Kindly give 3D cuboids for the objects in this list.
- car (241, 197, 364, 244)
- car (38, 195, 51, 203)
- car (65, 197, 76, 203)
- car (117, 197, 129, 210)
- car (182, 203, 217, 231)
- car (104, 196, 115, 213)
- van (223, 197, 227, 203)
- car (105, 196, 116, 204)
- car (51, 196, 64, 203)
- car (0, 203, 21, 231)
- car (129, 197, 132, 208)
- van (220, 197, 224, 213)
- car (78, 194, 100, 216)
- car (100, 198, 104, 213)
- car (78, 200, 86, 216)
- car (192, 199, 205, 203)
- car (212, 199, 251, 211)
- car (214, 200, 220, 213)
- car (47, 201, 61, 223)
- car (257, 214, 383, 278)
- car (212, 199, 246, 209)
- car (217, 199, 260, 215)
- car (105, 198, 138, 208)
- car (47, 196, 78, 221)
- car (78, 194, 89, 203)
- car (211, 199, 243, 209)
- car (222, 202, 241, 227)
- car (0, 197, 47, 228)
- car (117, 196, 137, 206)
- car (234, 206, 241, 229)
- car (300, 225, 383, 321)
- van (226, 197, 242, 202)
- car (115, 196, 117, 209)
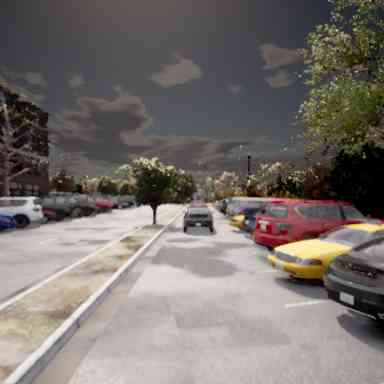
[{"bbox_3d":[4.989,1.339,12.301,5.566,2.045,2.435,1,-1,-19],"label":"car"},{"bbox_3d":[-33.455,1.638,75.662,2.185,1.767,4.553,0,-1,-18],"label":"car"},{"bbox_3d":[-27.549,1.802,75.486,2.002,1.452,4.674,1,-2,-18],"label":"car"},{"bbox_3d":[-12.454,1.879,49.474,5.008,1.535,2.097,-1,-1,-19],"label":"car"},{"bbox_3d":[0.420,1.689,21.936,1.837,1.490,4.892,0,0,1],"label":"car"},{"bbox_3d":[-12.642,1.551,40.464,5.566,2.045,2.435,-1,-1,-19],"label":"car"},{"bbox_3d":[5.144,1.485,27.126,4.442,1.987,1.878,1,0,-19],"label":"van"},{"bbox_3d":[-22.587,2.164,92.297,2.435,2.045,5.566,1,-3,-18],"label":"car"},{"bbox_3d":[-30.505,1.764,75.583,2.231,1.521,4.892,0,-1,-18],"label":"car"},{"bbox_3d":[-13.106,1.625,19.412,5.008,1.535,2.097,-1,-1,-19],"label":"car"},{"bbox_3d":[-12.375,1.941,52.498,4.674,1.452,2.002,-1,-1,-19],"label":"car"},{"bbox_3d":[5.202,1.510,30.102,4.442,1.987,1.878,1,0,-19],"label":"van"},{"bbox_3d":[-12.770,1.500,34.451,5.566,2.045,2.435,-1,-1,-19],"label":"car"},{"bbox_3d":[-12.702,1.806,37.452,4.792,1.488,2.163,-1,-1,-19],"label":"car"},{"bbox_3d":[-12.827,1.755,31.441,4.792,1.488,2.163,-1,-1,-19],"label":"car"},{"bbox_3d":[0.772,1.683,39.582,2.097,1.767,4.553,0,0,1],"label":"car"},{"bbox_3d":[5.871,1.892,48.890,5.366,1.575,1.946,1,-1,-19],"label":"car"},{"bbox_3d":[5.399,1.511,33.130,5.566,2.045,2.435,1,-1,-19],"label":"car"},{"bbox_3d":[-12.982,1.675,25.421,5.008,1.535,2.097,-1,-1,-19],"label":"car"},{"bbox_3d":[4.738,1.560,9.250,5.366,1.575,1.946,1,0,-19],"label":"car"},{"bbox_3d":[5.764,1.921,52.218,4.892,1.521,2.231,1,-1,-19],"label":"car"},{"bbox_3d":[5.461,1.685,39.063,4.553,1.767,2.185,1,-1,-19],"label":"car"},{"bbox_3d":[-12.402,1.928,58.476,5.366,1.575,1.946,-1,0,-19],"label":"car"},{"bbox_3d":[-12.944,1.450,28.412,5.566,2.045,2.435,-1,0,-19],"label":"car"},{"bbox_3d":[-24.575,1.509,75.368,2.435,2.045,5.566,1,-2,-18],"label":"car"},{"bbox_3d":[5.848,1.948,55.611,4.892,1.521,2.231,1,0,-19],"label":"car"},{"bbox_3d":[4.957,1.658,21.150,5.366,1.575,1.946,1,0,-19],"label":"car"},{"bbox_3d":[-13.068,1.399,22.405,5.566,2.045,2.435,-1,0,-19],"label":"car"},{"bbox_3d":[-12.328,1.667,55.501,5.566,2.045,2.435,-1,0,-19],"label":"car"},{"bbox_3d":[5.100,1.669,18.249,4.792,1.488,2.163,1,-1,-19],"label":"car"},{"bbox_3d":[4.865,1.542,6.346,4.892,1.521,2.231,1,-1,-19],"label":"car"},{"bbox_3d":[5.086,1.461,24.148,4.442,1.987,1.878,1,0,-19],"label":"van"},{"bbox_3d":[-12.565,1.702,43.458,4.553,1.767,2.185,-1,0,-19],"label":"car"}]
